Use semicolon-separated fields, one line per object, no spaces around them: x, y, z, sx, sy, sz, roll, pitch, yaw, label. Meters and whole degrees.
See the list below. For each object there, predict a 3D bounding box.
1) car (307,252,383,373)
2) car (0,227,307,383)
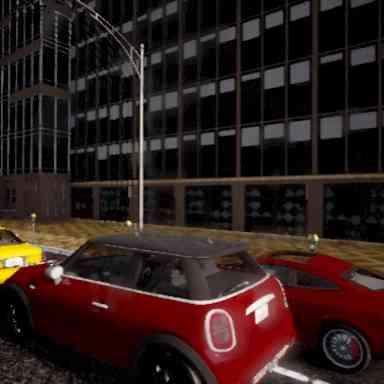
1.443;1.640;5.535;4.206;1.307;1.802;0;-1;37;car
-0.934;1.392;5.008;4.553;1.767;2.097;0;-1;36;car
